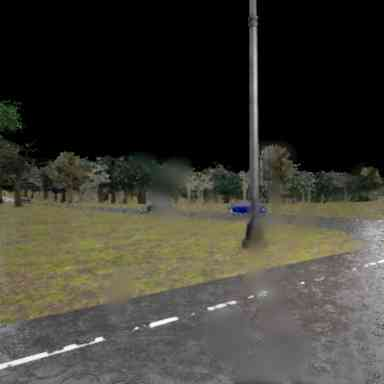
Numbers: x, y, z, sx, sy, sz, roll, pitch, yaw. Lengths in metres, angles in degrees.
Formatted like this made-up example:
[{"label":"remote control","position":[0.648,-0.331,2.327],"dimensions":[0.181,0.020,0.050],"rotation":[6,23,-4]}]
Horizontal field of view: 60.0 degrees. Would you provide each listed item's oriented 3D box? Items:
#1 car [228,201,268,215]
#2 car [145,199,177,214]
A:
[{"label":"car","position":[6.116,1.742,37.077],"dimensions":[1.882,1.535,5.008],"rotation":[2,-2,-36]},{"label":"car","position":[-3.654,1.570,38.665],"dimensions":[2.097,1.767,4.553],"rotation":[2,-2,-36]}]
